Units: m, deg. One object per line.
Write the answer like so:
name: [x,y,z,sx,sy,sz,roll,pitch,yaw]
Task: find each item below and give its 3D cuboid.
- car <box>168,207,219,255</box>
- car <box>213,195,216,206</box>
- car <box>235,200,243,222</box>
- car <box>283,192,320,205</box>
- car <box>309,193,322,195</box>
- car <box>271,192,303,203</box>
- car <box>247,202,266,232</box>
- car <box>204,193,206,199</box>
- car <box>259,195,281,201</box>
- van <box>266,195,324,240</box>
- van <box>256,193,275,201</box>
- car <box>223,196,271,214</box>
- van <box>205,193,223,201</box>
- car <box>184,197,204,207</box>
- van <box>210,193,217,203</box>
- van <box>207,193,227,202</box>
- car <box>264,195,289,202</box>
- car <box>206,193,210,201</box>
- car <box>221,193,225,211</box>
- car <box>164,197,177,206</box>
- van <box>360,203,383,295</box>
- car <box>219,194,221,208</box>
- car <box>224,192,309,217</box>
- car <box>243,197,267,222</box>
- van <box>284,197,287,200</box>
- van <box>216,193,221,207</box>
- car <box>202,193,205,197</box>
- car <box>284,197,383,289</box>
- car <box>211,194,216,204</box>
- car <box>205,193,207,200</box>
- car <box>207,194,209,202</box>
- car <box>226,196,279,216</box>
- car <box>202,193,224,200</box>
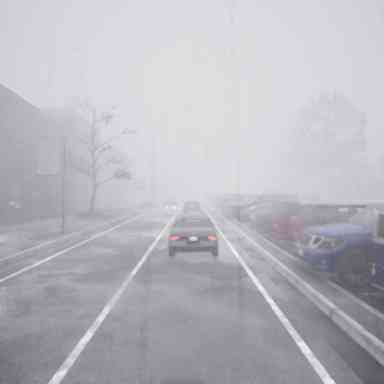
car: [0.053,1.559,13.316,2.033,1.411,5.357,0,0,0]
car: [5.585,1.427,42.488,5.008,1.535,2.097,0,0,0]
car: [5.641,1.510,22.865,4.674,1.452,2.002,0,0,0]
car: [18.602,1.117,56.763,5.566,2.045,2.435,0,0,0]
car: [18.610,1.123,54.101,5.566,2.045,2.435,0,0,0]
car: [18.581,1.110,65.118,5.566,2.045,2.435,0,0,0]
car: [5.652,1.483,17.259,4.892,1.521,2.231,0,0,0]
car: [5.518,1.392,67.710,4.892,1.521,2.231,0,0,0]
car: [18.571,1.414,79.043,4.674,1.452,2.002,0,0,0]
van: [5.782,1.261,14.455,4.442,1.987,1.878,0,0,0]
van: [18.678,1.153,84.615,4.442,1.987,1.878,0,0,0]
car: [5.582,1.320,34.078,4.553,1.767,2.185,0,0,0]
van: [5.371,1.181,81.731,4.442,1.987,1.878,0,0,0]
car: [0.044,1.538,38.487,1.994,1.385,4.181,0,0,0]
van: [5.451,1.184,50.897,4.442,1.987,1.878,0,0,0]
van: [5.617,1.174,76.125,4.442,1.987,1.878,0,0,0]
car: [18.582,1.368,73.471,5.008,1.535,2.097,0,0,0]
car: [5.540,1.393,59.304,5.008,1.535,2.097,0,0,0]
car: [5.599,1.206,28.471,5.566,2.045,2.435,0,0,0]
car: [-3.319,1.520,52.149,1.994,1.385,4.181,0,0,0]
van: [5.805,1.279,6.047,4.442,1.987,1.878,0,0,0]
car: [5.637,1.314,36.881,4.553,1.767,2.185,0,0,0]
car: [5.607,1.212,25.668,5.566,2.045,2.435,0,0,0]
car: [5.682,1.350,20.062,4.553,1.767,2.185,0,0,0]
van: [5.790,1.267,11.652,4.442,1.987,1.878,0,0,0]
van: [5.481,1.208,39.684,4.442,1.987,1.878,0,0,0]
car: [5.543,1.143,70.517,5.566,2.045,2.435,0,0,0]
car: [5.652,1.248,8.847,5.566,2.045,2.435,0,0,0]
car: [5.547,1.445,48.095,4.792,1.488,2.163,0,0,0]
car: [5.501,1.420,64.912,4.792,1.488,2.163,0,0,0]
car: [5.738,1.394,56.505,5.366,1.575,1.946,0,0,0]
car: [5.589,1.326,31.275,4.553,1.767,2.185,0,0,0]
car: [5.506,1.164,87.337,5.566,2.045,2.435,0,0,0]
